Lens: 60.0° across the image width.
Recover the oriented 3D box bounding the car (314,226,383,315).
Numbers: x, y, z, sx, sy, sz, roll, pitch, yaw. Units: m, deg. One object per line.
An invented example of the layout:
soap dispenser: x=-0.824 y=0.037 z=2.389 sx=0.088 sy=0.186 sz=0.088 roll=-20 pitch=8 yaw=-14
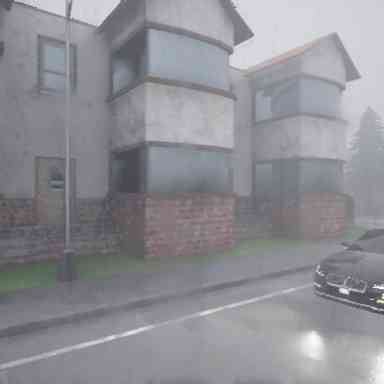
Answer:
car: x=4.681 y=1.517 z=7.292 sx=4.892 sy=1.490 sz=1.837 roll=0 pitch=0 yaw=-35
